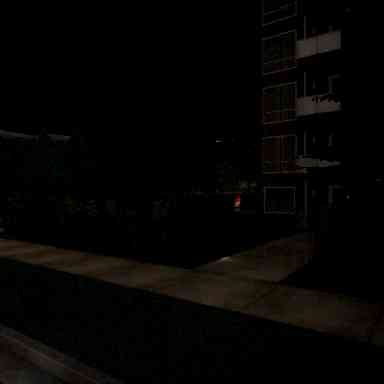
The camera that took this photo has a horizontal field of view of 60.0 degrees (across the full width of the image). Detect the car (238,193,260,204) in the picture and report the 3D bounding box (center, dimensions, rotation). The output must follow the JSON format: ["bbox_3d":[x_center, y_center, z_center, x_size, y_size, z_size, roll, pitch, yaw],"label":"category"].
[{"bbox_3d":[11.467,1.218,66.852,2.150,2.045,5.566,0,0,36],"label":"car"}]

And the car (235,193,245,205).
[{"bbox_3d":[9.302,1.478,58.069,1.882,1.535,5.008,0,0,36],"label":"car"}]
